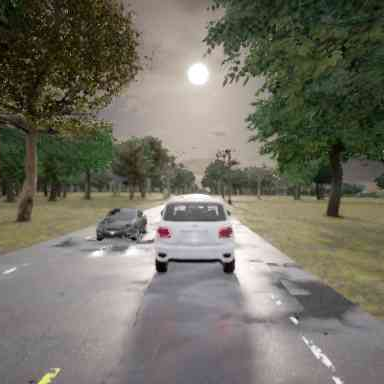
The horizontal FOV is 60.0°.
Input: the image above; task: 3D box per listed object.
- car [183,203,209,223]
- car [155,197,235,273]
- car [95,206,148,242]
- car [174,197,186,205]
[{"bbox_3d":[0.383,1.625,26.440,1.895,1.301,4.718,0,0,2],"label":"car"},{"bbox_3d":[0.122,1.220,10.806,2.150,2.045,5.566,0,-1,1],"label":"car"},{"bbox_3d":[-3.356,1.518,16.639,1.837,1.490,4.892,0,0,1],"label":"car"},{"bbox_3d":[-2.143,1.605,61.051,1.812,1.442,4.674,0,0,2],"label":"car"}]
